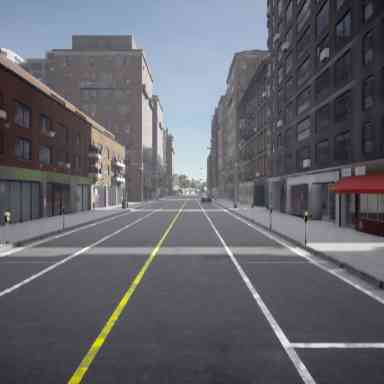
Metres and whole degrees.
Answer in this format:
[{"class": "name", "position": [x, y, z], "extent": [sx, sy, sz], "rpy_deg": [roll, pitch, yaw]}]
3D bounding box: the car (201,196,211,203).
[{"class": "car", "position": [2.750, 1.461, 65.486], "extent": [1.882, 1.535, 5.008], "rpy_deg": [0, 0, 0]}]
